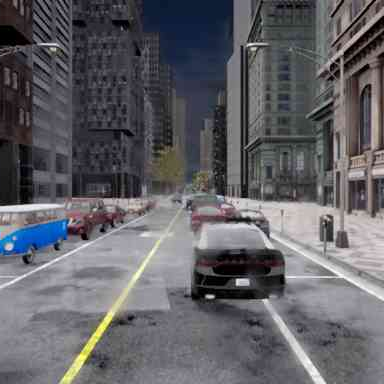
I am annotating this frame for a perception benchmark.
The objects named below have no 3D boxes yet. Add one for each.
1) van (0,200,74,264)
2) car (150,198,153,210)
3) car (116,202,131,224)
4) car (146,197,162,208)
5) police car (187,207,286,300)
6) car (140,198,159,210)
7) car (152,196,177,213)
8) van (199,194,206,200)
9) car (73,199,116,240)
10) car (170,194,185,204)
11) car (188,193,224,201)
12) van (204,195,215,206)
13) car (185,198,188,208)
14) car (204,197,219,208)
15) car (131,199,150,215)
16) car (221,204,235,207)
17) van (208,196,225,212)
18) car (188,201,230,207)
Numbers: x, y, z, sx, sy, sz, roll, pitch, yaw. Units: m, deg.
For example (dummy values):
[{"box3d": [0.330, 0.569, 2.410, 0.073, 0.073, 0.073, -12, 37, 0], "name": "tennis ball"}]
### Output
[{"box3d": [-5.740, 1.341, 11.511, 1.690, 1.788, 3.998, 0, 0, 0], "name": "van"}, {"box3d": [-5.681, 1.545, 39.138, 1.887, 1.381, 4.507, 0, 0, 0], "name": "car"}, {"box3d": [-5.717, 1.545, 22.562, 1.887, 1.381, 4.507, 0, 0, 0], "name": "car"}, {"box3d": [-5.657, 1.547, 50.189, 1.887, 1.381, 4.507, 0, 0, 0], "name": "car"}, {"box3d": [0.920, 1.425, 8.578, 1.930, 1.638, 5.238, 0, 0, 0], "name": "police car"}, {"box3d": [-5.669, 1.546, 44.663, 1.887, 1.381, 4.507, 0, 0, 0], "name": "car"}, {"box3d": [-2.997, 1.526, 36.985, 1.812, 1.442, 4.674, 0, 0, 0], "name": "car"}, {"box3d": [2.990, 1.369, 93.660, 1.690, 1.788, 3.998, 0, 0, 0], "name": "van"}, {"box3d": [-5.728, 1.315, 17.036, 2.192, 1.841, 5.009, 0, 0, 0], "name": "car"}, {"box3d": [-2.853, 1.555, 63.995, 2.033, 1.411, 5.357, 0, 0, 0], "name": "car"}, {"box3d": [0.958, 1.225, 24.499, 2.150, 2.045, 5.566, 0, 0, 0], "name": "car"}, {"box3d": [2.913, 1.345, 55.675, 1.690, 1.788, 3.998, 0, 0, 0], "name": "van"}, {"box3d": [0.143, 1.507, 47.417, 1.837, 1.490, 4.892, 0, 0, 1], "name": "car"}, {"box3d": [2.898, 1.547, 50.150, 1.887, 1.381, 4.507, 0, 0, 0], "name": "car"}, {"box3d": [-5.693, 1.526, 33.443, 1.752, 1.417, 4.829, 0, 0, 0], "name": "car"}, {"box3d": [2.813, 1.551, 17.000, 2.008, 1.369, 4.403, 0, 0, 0], "name": "car"}, {"box3d": [2.871, 1.342, 39.100, 1.690, 1.788, 3.998, 0, 0, 0], "name": "van"}, {"box3d": [0.871, 1.478, 18.457, 1.882, 1.535, 5.008, 0, 0, -1], "name": "car"}]
